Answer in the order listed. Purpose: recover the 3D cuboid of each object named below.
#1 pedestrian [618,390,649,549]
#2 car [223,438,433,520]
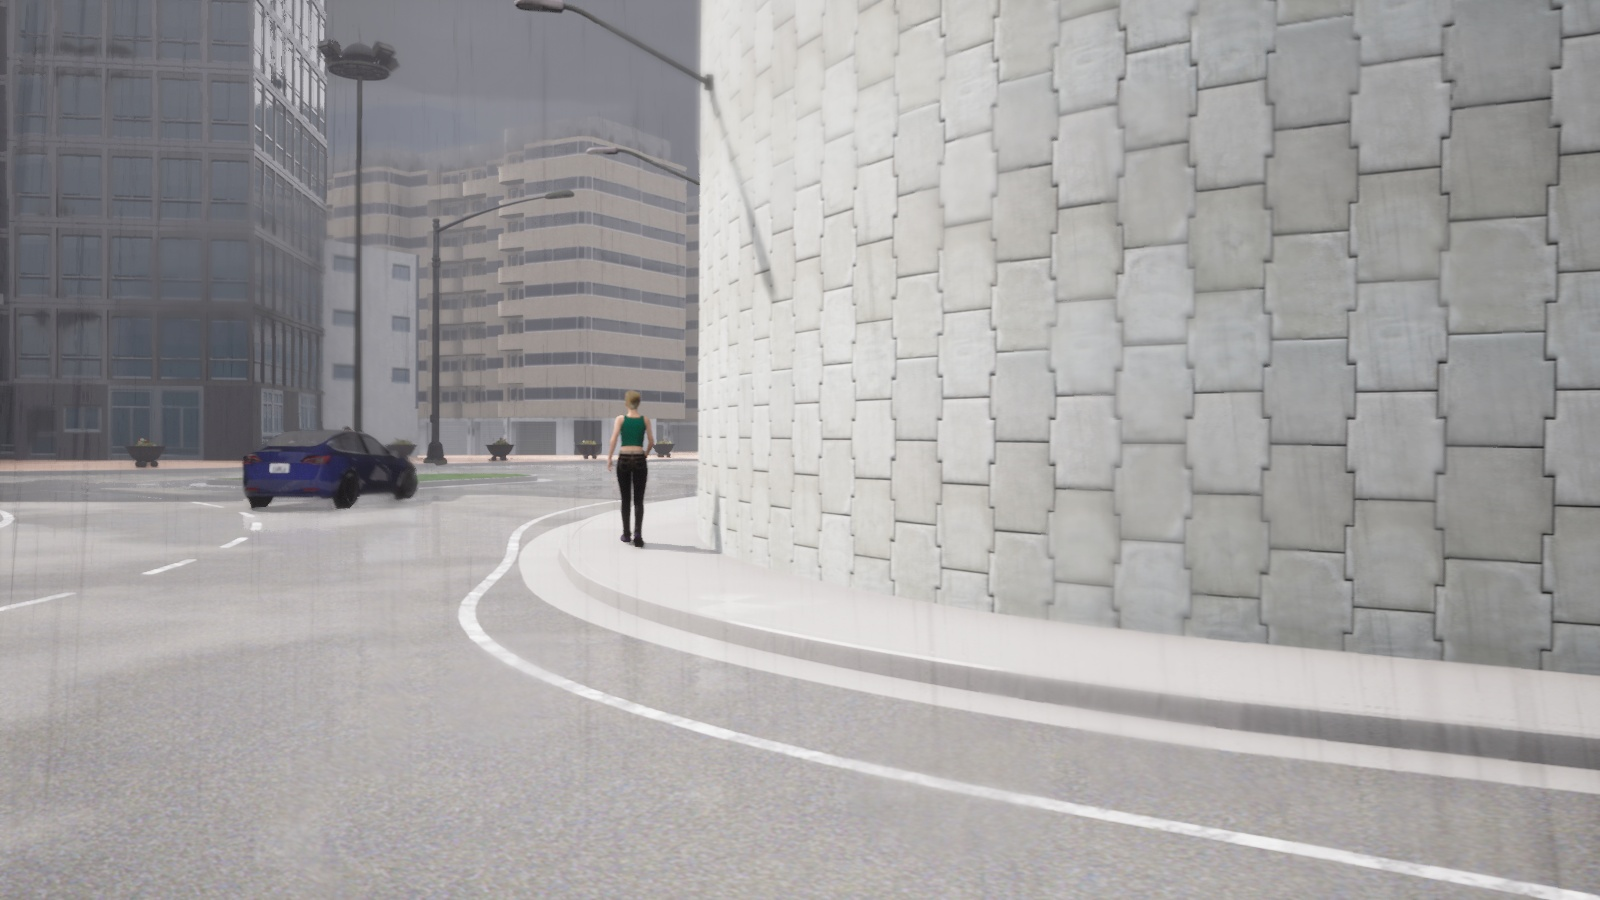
[{"bbox_3d":[-1.969,0.222,14.855,0.345,1.836,0.594,-1,1,-7],"label":"pedestrian"},{"bbox_3d":[-9.390,0.513,25.482,2.163,1.488,4.792,-1,1,4],"label":"car"}]
